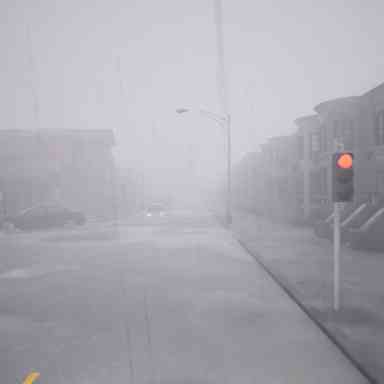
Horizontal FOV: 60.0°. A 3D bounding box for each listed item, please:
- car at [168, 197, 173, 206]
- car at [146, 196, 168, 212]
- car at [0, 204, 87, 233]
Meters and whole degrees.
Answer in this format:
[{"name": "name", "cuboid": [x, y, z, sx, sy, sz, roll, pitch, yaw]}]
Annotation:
[{"name": "car", "cuboid": [-4.158, 1.502, 53.509, 1.837, 1.490, 4.892, 0, 1, 0]}, {"name": "car", "cuboid": [-4.159, 1.526, 39.455, 1.812, 1.442, 4.674, 0, 0, -1]}, {"name": "car", "cuboid": [-8.842, 1.478, 19.713, 5.008, 1.535, 1.882, 0, 2, -21]}]
